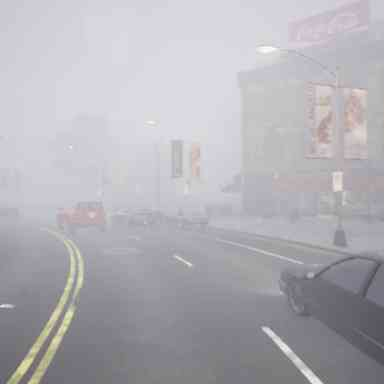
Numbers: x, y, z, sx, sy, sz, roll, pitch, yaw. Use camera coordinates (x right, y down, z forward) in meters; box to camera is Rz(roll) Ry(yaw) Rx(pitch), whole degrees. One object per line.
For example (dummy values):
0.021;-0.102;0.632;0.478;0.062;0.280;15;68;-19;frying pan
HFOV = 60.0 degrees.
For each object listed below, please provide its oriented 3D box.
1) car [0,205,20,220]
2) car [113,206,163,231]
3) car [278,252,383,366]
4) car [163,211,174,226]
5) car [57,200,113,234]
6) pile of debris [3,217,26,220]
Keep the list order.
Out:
-20.507;2.114;35.805;5.008;1.535;1.882;-1;-1;37;car
-4.299;1.820;23.688;2.128;1.511;4.902;0;-1;-32;car
3.048;1.574;4.681;2.033;1.411;5.357;0;-1;-8;car
-3.923;1.906;28.785;2.002;1.452;4.674;0;-1;-37;car
-7.438;1.566;22.218;2.150;2.045;5.566;0;-1;-32;car
-18.337;2.775;34.384;1.860;0.140;1.500;-1;-1;38;pile of debris
